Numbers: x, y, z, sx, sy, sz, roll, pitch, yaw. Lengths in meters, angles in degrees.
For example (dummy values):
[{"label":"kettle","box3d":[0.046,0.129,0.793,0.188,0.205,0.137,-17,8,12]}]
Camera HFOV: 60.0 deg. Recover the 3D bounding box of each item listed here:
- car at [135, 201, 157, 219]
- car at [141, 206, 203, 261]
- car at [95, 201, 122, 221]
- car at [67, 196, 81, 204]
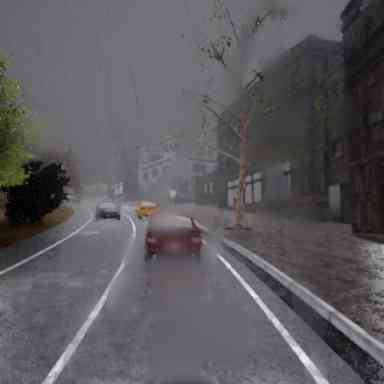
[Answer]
[{"label":"car","box3d":[-4.156,1.610,30.640,1.882,1.535,5.008,1,-1,-15]},{"label":"car","box3d":[-0.755,1.521,12.510,1.882,1.535,5.008,0,0,-6]},{"label":"car","box3d":[-6.939,1.528,27.675,1.882,1.535,5.008,1,0,-14]},{"label":"car","box3d":[-23.232,1.500,65.408,2.033,1.411,5.357,3,-1,-31]}]
